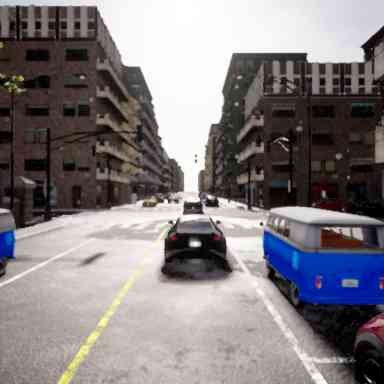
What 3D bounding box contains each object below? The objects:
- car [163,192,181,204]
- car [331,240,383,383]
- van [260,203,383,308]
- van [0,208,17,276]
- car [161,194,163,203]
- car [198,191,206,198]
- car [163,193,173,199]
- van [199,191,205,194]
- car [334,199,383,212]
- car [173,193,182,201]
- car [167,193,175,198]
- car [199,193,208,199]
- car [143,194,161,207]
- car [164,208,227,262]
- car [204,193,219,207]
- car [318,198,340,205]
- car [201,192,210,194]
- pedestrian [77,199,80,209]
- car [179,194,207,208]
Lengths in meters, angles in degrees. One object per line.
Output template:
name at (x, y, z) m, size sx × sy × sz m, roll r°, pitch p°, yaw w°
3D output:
car at (-3.054, 1.103, 54.722) m, size 2.128 × 1.511 × 4.902 m, roll 0°, pitch 0°, yaw 0°
car at (2.675, 1.425, 1.938) m, size 1.967 × 1.590 × 4.097 m, roll 1°, pitch 0°, yaw 0°
van at (2.676, 1.287, 7.460) m, size 1.690 × 1.788 × 3.998 m, roll 1°, pitch 0°, yaw 0°
van at (-5.638, 1.287, 7.464) m, size 1.690 × 1.788 × 3.998 m, roll 1°, pitch 0°, yaw 0°
car at (-5.663, 1.037, 56.693) m, size 1.967 × 1.590 × 4.097 m, roll 1°, pitch 0°, yaw 0°
car at (2.727, 0.678, 90.545) m, size 2.192 × 1.841 × 5.009 m, roll 1°, pitch 0°, yaw 0°
car at (-5.659, 0.985, 79.264) m, size 1.887 × 1.381 × 4.507 m, roll 1°, pitch 0°, yaw 0°
van at (2.720, 0.899, 62.333) m, size 1.690 × 1.788 × 3.998 m, roll 1°, pitch 0°, yaw 0°
car at (13.544, 1.395, 25.209) m, size 4.313 × 1.339 × 1.947 m, roll 0°, pitch -1°, yaw 1°
car at (-2.985, 1.029, 69.995) m, size 1.812 × 1.442 × 4.674 m, roll 0°, pitch 0°, yaw 0°
car at (-5.658, 0.914, 90.549) m, size 2.008 × 1.369 × 4.403 m, roll 1°, pitch 0°, yaw 0°
car at (2.720, 1.022, 79.262) m, size 1.802 × 1.307 × 4.206 m, roll 1°, pitch 0°, yaw 0°
car at (-5.666, 1.203, 45.239) m, size 1.752 × 1.417 × 4.829 m, roll 1°, pitch 0°, yaw 0°
car at (0.103, 1.478, 11.702) m, size 1.994 × 1.385 × 4.181 m, roll 0°, pitch 0°, yaw 0°
car at (2.713, 1.242, 45.408) m, size 1.947 × 1.339 × 4.313 m, roll 1°, pitch 0°, yaw 0°
car at (13.649, 1.358, 33.591) m, size 4.097 × 1.590 × 1.967 m, roll 0°, pitch -1°, yaw 1°
car at (2.714, 1.187, 51.050) m, size 2.008 × 1.369 × 4.403 m, roll 1°, pitch 0°, yaw 0°
pedestrian at (-12.531, 1.324, 36.846) m, size 0.500 × 1.100 × 0.500 m, roll 0°, pitch -1°, yaw 1°
car at (0.108, 1.255, 33.020) m, size 2.128 × 1.511 × 4.902 m, roll 0°, pitch 0°, yaw 0°
